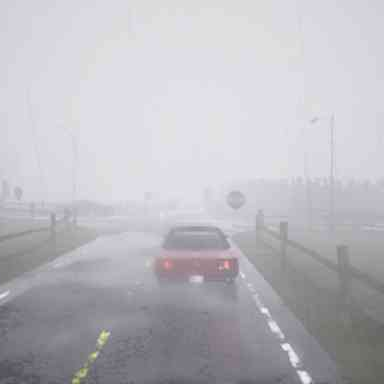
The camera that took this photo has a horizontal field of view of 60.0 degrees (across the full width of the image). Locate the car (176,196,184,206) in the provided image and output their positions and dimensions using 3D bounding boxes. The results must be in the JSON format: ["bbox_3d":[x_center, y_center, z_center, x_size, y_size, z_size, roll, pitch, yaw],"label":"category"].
[{"bbox_3d":[-2.819,1.662,54.092,2.033,1.411,5.357,0,0,0],"label":"car"}]

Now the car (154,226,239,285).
[{"bbox_3d":[0.102,1.617,9.484,1.895,1.301,4.718,0,0,0],"label":"car"}]

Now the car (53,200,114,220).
[{"bbox_3d":[-8.797,1.352,26.950,5.008,1.535,1.882,1,-2,16],"label":"car"}]

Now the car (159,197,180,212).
[{"bbox_3d":[-2.848,1.644,40.855,1.994,1.385,4.181,0,0,-1],"label":"car"}]

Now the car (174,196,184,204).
[{"bbox_3d":[-2.745,1.636,69.715,1.882,1.535,5.008,0,0,0],"label":"car"}]

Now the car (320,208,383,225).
[{"bbox_3d":[12.977,1.996,27.331,4.718,1.301,1.895,1,-1,2],"label":"car"}]
